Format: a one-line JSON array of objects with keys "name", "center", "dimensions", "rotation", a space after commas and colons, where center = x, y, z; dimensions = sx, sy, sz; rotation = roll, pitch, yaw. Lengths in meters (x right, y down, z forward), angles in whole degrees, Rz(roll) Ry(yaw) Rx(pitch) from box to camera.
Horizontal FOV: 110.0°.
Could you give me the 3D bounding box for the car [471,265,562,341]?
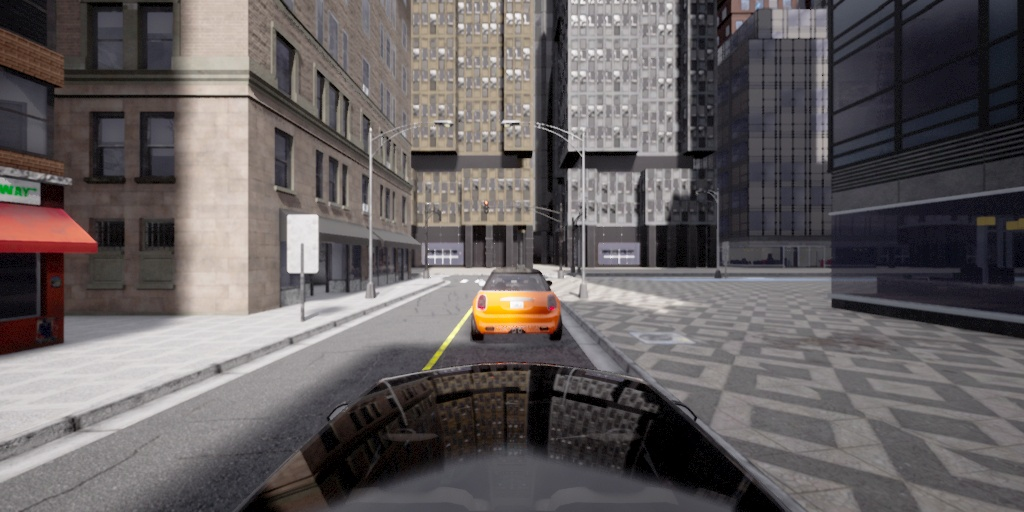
[{"name": "car", "center": [0.099, 1.099, 10.056], "dimensions": [2.097, 1.767, 4.553], "rotation": [0, 0, 0]}]
